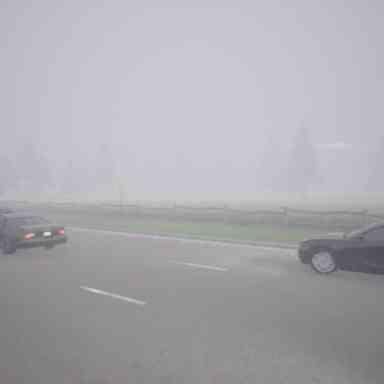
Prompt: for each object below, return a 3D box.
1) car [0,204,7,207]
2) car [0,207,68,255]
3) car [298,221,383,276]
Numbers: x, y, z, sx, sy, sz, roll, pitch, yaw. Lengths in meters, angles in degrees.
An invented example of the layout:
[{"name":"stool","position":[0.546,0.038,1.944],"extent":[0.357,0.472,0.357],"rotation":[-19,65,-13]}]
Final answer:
[{"name":"car","position":[-13.570,1.529,21.886],"extent":[4.892,1.490,1.837],"rotation":[0,-1,32]},{"name":"car","position":[-7.285,1.561,13.484],"extent":[5.357,1.411,2.033],"rotation":[0,0,35]},{"name":"car","position":[5.370,1.478,8.762],"extent":[5.008,1.535,1.882],"rotation":[0,0,36]}]
